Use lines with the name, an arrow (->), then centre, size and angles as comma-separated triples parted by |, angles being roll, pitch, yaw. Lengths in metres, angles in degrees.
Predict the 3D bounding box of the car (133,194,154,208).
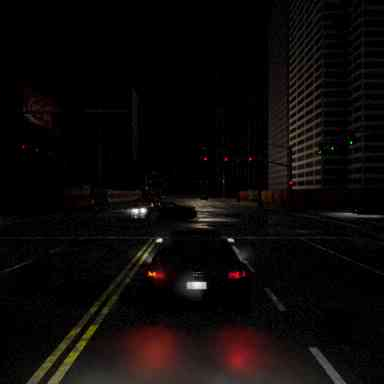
car -> -7.214, 1.491, 48.065 | 2.128, 1.511, 4.902 | 0, 0, 0

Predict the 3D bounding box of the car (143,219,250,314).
car -> 0.076, 1.564, 7.685 | 1.994, 1.385, 4.181 | 0, 0, 0

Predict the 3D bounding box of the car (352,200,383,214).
car -> 19.626, 1.547, 34.471 | 5.357, 1.411, 2.033 | 0, 0, 0

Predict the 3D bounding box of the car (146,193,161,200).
car -> -7.229, 1.221, 58.018 | 2.150, 2.045, 5.566 | 0, 0, 0

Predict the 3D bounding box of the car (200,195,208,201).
car -> 3.268, 1.525, 87.523 | 2.128, 1.511, 4.902 | 0, 0, 0

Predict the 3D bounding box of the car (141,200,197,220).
car -> -1.704, 1.564, 27.103 | 4.181, 1.385, 1.994 | 0, 0, 0
